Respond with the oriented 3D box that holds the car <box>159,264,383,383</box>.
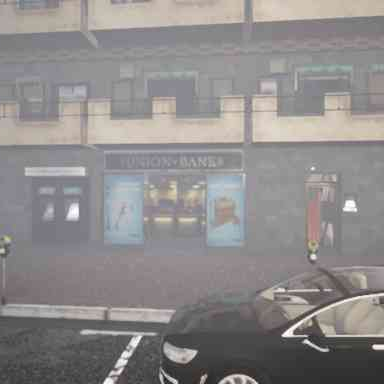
[{"bbox_3d":[1.837,1.551,3.721,4.403,1.369,2.008,0,0,6],"label":"car"}]
